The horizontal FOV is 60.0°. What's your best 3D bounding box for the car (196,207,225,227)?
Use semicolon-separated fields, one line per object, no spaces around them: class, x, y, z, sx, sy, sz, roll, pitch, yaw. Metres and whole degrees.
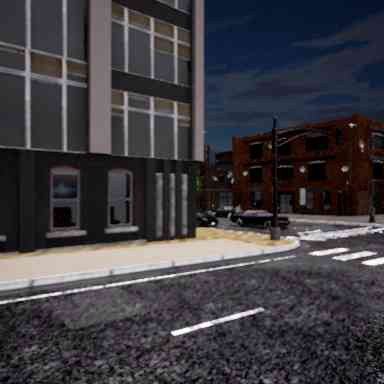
car;0.345;2.128;27.612;1.947;1.339;4.313;-1;0;-37

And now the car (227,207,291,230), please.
car;5.228;2.099;25.650;1.895;1.301;4.718;0;-1;-37

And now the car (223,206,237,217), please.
car;3.965;2.214;37.207;2.008;1.369;4.403;-1;0;-37

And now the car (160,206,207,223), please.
car;-0.992;2.205;33.973;2.033;1.411;5.357;0;-1;-36
